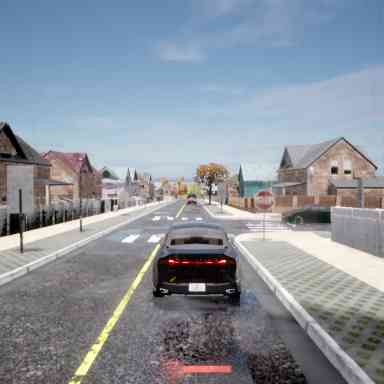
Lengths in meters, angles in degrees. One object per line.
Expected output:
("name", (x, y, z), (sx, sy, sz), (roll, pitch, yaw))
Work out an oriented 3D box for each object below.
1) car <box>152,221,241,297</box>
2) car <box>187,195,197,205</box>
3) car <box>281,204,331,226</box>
("car", (0.109, 1.504, 8.531), (1.837, 1.490, 4.892), (0, 0, 0))
("car", (-0.058, 1.851, 65.885), (1.895, 1.301, 4.718), (0, 0, 0))
("car", (8.366, 1.569, 23.104), (4.181, 1.385, 1.994), (0, 2, 3))
